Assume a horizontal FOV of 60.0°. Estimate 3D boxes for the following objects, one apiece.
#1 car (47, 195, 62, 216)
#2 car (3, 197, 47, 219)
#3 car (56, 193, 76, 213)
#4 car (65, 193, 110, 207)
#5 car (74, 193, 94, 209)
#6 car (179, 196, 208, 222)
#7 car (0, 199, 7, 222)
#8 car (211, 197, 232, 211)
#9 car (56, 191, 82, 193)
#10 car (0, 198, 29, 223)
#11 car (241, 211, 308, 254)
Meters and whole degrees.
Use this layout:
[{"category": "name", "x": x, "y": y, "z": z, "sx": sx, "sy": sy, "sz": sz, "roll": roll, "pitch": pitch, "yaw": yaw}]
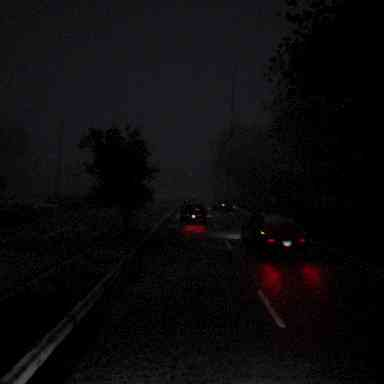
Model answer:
[{"category": "car", "x": -13.818, "y": 1.312, "z": 28.345, "sx": 4.674, "sy": 1.452, "sz": 2.002, "roll": -1, "pitch": 1, "yaw": -20}, {"category": "car", "x": -13.850, "y": 1.189, "z": 25.332, "sx": 4.553, "sy": 1.767, "sz": 2.185, "roll": -1, "pitch": 1, "yaw": -20}, {"category": "car", "x": -13.806, "y": 1.226, "z": 31.344, "sx": 5.008, "sy": 1.535, "sz": 2.097, "roll": -1, "pitch": 1, "yaw": -20}, {"category": "car", "x": -13.629, "y": 1.033, "z": 43.415, "sx": 5.366, "sy": 1.575, "sz": 1.946, "roll": -1, "pitch": 1, "yaw": -20}, {"category": "car", "x": -13.782, "y": 1.159, "z": 37.361, "sx": 4.792, "sy": 1.488, "sz": 2.163, "roll": -1, "pitch": 1, "yaw": -20}, {"category": "car", "x": 0.106, "y": 1.337, "z": 24.722, "sx": 1.837, "sy": 1.490, "sz": 4.892, "roll": 0, "pitch": 1, "yaw": 0}, {"category": "car", "x": -13.849, "y": 1.417, "z": 19.321, "sx": 4.792, "sy": 1.488, "sz": 2.163, "roll": -1, "pitch": 1, "yaw": -20}, {"category": "car", "x": 3.108, "y": 1.234, "z": 35.284, "sx": 1.994, "sy": 1.385, "sz": 4.181, "roll": 0, "pitch": 1, "yaw": 0}, {"category": "car", "x": -13.785, "y": 0.833, "z": 40.359, "sx": 5.566, "sy": 2.045, "sz": 2.435, "roll": -1, "pitch": 1, "yaw": -20}, {"category": "car", "x": -13.823, "y": 1.397, "z": 22.345, "sx": 4.674, "sy": 1.452, "sz": 2.002, "roll": -1, "pitch": 0, "yaw": -20}, {"category": "car", "x": 3.103, "y": 1.477, "z": 13.150, "sx": 1.812, "sy": 1.442, "sz": 4.674, "roll": 0, "pitch": 0, "yaw": 0}]
